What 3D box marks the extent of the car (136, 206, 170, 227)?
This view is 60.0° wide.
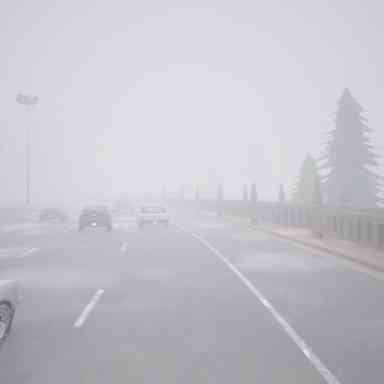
[{"bbox_3d":[-2.829,1.629,23.074,1.895,1.301,4.718,0,0,-13],"label":"car"}]

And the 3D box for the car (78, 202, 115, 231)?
[{"bbox_3d":[-5.964,1.546,20.874,1.837,1.490,4.892,0,0,-12],"label":"car"}]

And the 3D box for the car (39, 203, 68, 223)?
[{"bbox_3d":[-11.030,1.606,26.674,1.812,1.442,4.674,0,0,-16],"label":"car"}]

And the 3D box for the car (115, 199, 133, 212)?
[{"bbox_3d":[-8.401,1.595,40.046,1.837,1.490,4.892,0,0,-22],"label":"car"}]

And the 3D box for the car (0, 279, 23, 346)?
[{"bbox_3d":[-3.609,1.615,3.276,1.895,1.301,4.718,0,0,-2],"label":"car"}]

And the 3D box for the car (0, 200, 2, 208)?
[{"bbox_3d":[-30.831,1.660,51.693,2.097,1.767,4.553,0,0,-34],"label":"car"}]
